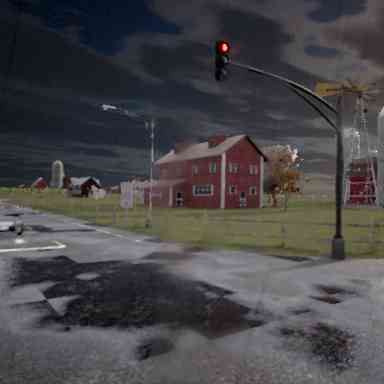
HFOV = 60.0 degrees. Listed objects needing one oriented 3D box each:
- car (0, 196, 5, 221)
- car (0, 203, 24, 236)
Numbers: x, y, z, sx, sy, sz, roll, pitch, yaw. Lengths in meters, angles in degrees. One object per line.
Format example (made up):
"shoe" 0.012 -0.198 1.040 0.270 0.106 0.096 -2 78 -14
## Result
"car" -15.844 1.213 25.490 2.097 1.767 4.553 2 -1 -35
"car" -10.181 1.408 17.539 2.128 1.511 4.902 2 -1 -35
